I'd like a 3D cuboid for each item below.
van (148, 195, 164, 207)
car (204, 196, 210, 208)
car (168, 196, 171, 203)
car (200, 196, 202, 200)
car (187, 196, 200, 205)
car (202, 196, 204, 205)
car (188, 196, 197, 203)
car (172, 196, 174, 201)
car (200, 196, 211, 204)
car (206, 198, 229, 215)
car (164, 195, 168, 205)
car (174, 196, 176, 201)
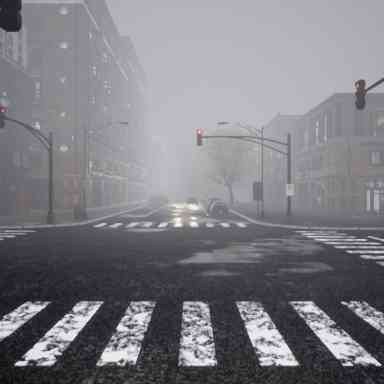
[{"bbox_3d":[-5.637,1.408,50.694,1.690,1.788,3.998,0,0,0],"label":"van"},{"bbox_3d":[2.732,1.486,39.290,1.967,1.590,4.097,0,0,0],"label":"car"},{"bbox_3d":[-5.625,1.408,62.088,2.192,1.841,5.009,0,0,0],"label":"car"},{"bbox_3d":[2.756,1.644,62.077,2.008,1.369,4.403,0,0,0],"label":"car"},{"bbox_3d":[0.066,1.567,60.368,1.882,1.535,5.008,0,0,0],"label":"car"},{"bbox_3d":[2.738,1.496,44.986,1.967,1.590,4.097,0,0,0],"label":"car"},{"bbox_3d":[0.077,1.553,70.785,1.812,1.442,4.674,0,0,0],"label":"car"},{"bbox_3d":[-5.612,1.676,73.480,2.008,1.369,4.403,0,0,0],"label":"car"},{"bbox_3d":[2.762,1.549,67.774,1.967,1.590,4.097,0,0,0],"label":"car"},{"bbox_3d":[2.726,1.586,33.593,2.008,1.369,4.403,0,0,0],"label":"car"},{"bbox_3d":[-5.631,1.662,56.391,1.802,1.307,4.206,0,0,0],"label":"car"},{"bbox_3d":[-5.595,1.703,90.402,1.752,1.417,4.829,0,0,0],"label":"car"}]
